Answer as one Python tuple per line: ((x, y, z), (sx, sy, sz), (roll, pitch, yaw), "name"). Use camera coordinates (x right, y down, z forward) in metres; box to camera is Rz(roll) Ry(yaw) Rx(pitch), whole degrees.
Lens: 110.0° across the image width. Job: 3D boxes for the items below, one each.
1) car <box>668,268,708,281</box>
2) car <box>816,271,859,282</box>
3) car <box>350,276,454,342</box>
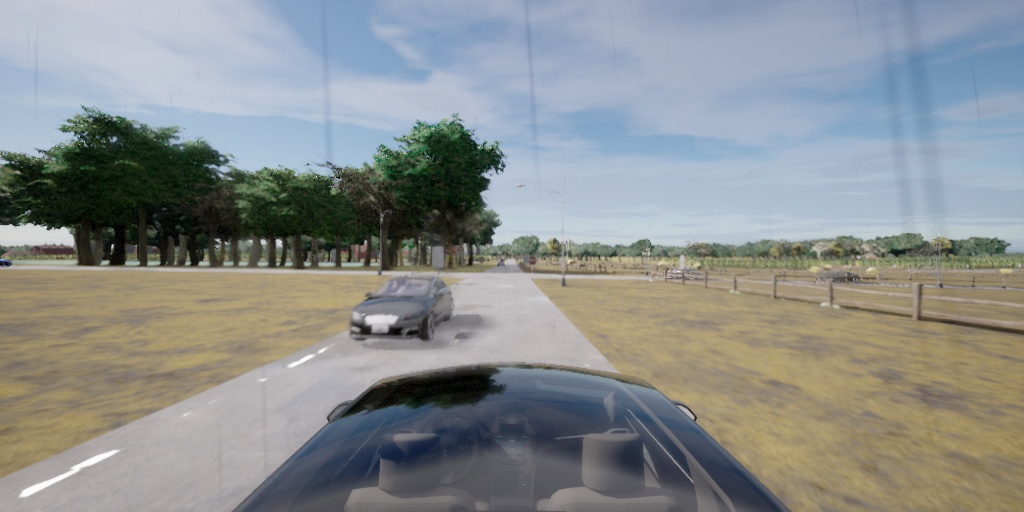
((21.917, 2.221, 44.711), (4.674, 1.442, 1.812), (1, 1, 0), "car")
((43.146, 2.764, 47.611), (4.892, 1.490, 1.837), (1, 1, 0), "car")
((-2.846, 1.335, 10.205), (2.128, 1.511, 4.902), (0, -1, 0), "car")
